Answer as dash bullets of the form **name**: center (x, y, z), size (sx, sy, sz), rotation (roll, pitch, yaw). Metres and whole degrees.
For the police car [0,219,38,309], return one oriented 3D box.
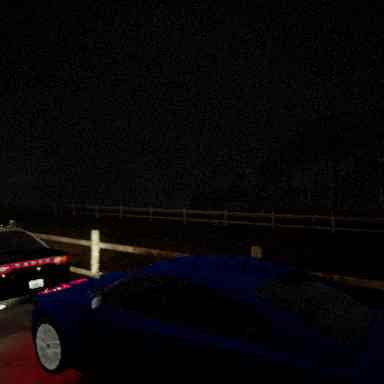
- **police car**: center (-4.888, 1.443, 7.521), size (5.238, 1.638, 1.930), rotation (0, 0, 36)

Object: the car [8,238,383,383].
- **car**: center (0.055, 1.502, 3.924), size (5.008, 1.535, 1.882), rotation (0, 0, 36)
